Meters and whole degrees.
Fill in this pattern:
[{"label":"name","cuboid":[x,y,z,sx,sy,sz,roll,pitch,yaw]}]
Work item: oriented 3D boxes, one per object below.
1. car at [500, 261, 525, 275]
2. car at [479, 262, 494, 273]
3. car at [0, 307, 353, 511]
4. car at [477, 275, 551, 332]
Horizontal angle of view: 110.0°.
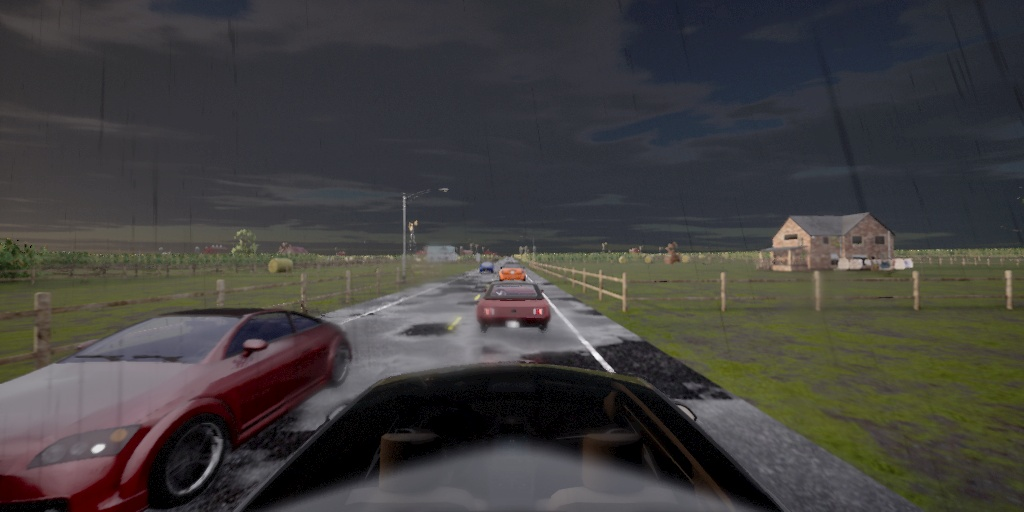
[{"label":"car","cuboid":[0.042,1.334,30.201,2.097,1.767,4.553,0,-1,0]},{"label":"car","cuboid":[-3.577,1.617,51.610,1.882,1.535,5.008,0,-1,0]},{"label":"car","cuboid":[-3.601,1.336,4.210,1.994,1.385,4.181,0,0,0]},{"label":"car","cuboid":[0.058,1.431,11.125,1.895,1.301,4.718,0,0,0]}]
